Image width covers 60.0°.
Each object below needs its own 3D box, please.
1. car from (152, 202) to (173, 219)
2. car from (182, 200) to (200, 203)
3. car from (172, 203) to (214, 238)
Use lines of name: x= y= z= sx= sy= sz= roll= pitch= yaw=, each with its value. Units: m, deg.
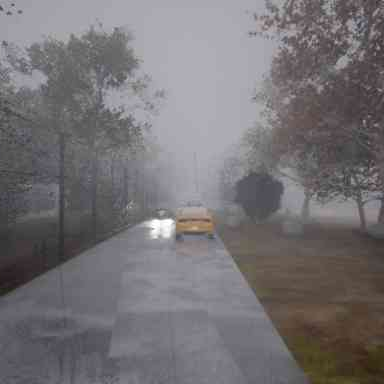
car: x=-2.749 y=1.785 z=32.701 sx=2.128 sy=1.511 sz=4.902 roll=0 pitch=-1 yaw=0
car: x=0.244 y=1.757 z=38.785 sx=2.097 sy=1.767 sz=4.553 roll=0 pitch=-1 yaw=0
car: x=0.134 y=1.576 z=18.279 sx=1.882 sy=1.535 sz=5.008 roll=0 pitch=-1 yaw=0
